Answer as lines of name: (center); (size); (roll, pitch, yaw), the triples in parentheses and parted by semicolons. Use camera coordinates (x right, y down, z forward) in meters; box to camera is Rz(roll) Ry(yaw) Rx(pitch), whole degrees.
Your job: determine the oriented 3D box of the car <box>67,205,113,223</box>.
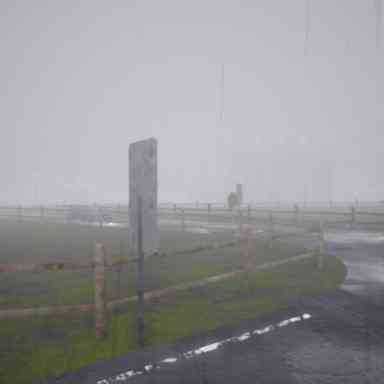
car: (-8.648, 1.848, 28.163); (4.181, 1.385, 1.994); (-1, 0, 35)
